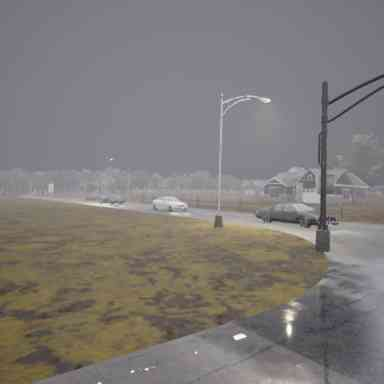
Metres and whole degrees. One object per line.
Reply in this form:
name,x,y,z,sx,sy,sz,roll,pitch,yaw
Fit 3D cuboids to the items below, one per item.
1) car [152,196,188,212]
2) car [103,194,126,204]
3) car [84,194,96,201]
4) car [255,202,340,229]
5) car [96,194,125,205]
car,-2.256,1.160,32.614,1.812,1.442,4.674,2,0,-36
car,-12.366,1.087,53.019,1.994,1.385,4.181,2,-1,-35
car,-18.166,1.007,61.169,2.033,1.411,5.357,2,-1,-35
car,6.164,1.351,20.262,2.033,1.411,5.357,2,0,-30
car,-10.777,0.992,44.612,1.837,1.490,4.892,2,0,-35
